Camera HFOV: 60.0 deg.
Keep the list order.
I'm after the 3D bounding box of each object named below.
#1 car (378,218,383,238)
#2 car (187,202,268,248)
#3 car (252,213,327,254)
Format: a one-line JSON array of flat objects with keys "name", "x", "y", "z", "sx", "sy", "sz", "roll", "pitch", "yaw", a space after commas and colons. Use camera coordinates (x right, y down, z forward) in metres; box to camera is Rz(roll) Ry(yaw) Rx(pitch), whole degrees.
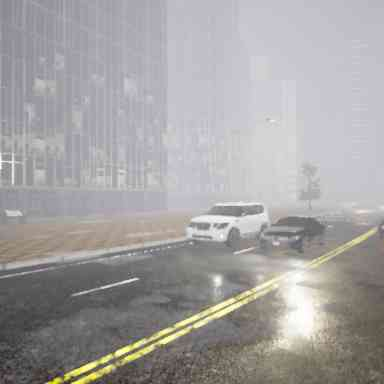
[{"name": "car", "x": 11.971, "y": 1.919, "z": 19.059, "sx": 1.895, "sy": 1.301, "sz": 4.718, "roll": -1, "pitch": -1, "yaw": 36}, {"name": "car", "x": 2.082, "y": 1.535, "z": 16.914, "sx": 2.150, "sy": 2.045, "sz": 5.566, "roll": -1, "pitch": -2, "yaw": 37}, {"name": "car", "x": 4.703, "y": 1.794, "z": 15.008, "sx": 1.812, "sy": 1.442, "sz": 4.674, "roll": -1, "pitch": -1, "yaw": 37}]
